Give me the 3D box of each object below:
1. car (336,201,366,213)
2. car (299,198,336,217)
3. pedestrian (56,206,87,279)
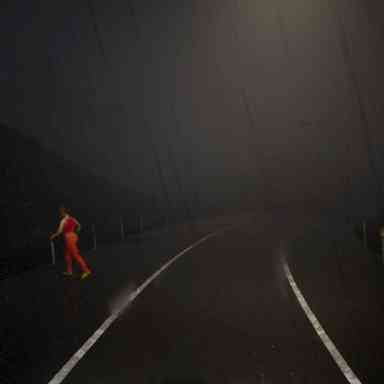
[{"bbox_3d":[19.408,1.815,40.922,5.357,1.411,2.033,1,3,-39],"label":"car"},{"bbox_3d":[12.605,1.453,33.756,2.097,1.767,4.553,4,1,38],"label":"car"},{"bbox_3d":[-3.062,1.224,8.371,0.375,1.860,0.375,-3,4,9],"label":"pedestrian"}]
